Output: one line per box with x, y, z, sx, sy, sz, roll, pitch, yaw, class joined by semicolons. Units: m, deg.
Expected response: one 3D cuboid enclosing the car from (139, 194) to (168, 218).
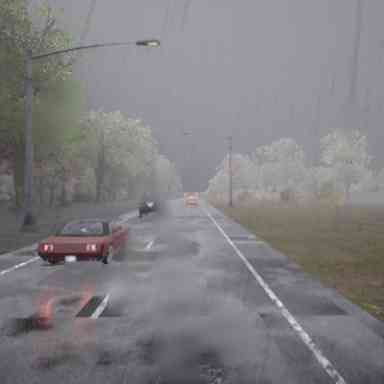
-3.472;1.201;30.321;2.150;2.045;5.566;0;0;0;car

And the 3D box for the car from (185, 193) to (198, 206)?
-0.027;1.435;53.698;1.882;1.535;5.008;0;0;0;car

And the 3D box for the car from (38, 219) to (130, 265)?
-3.426;1.596;11.615;1.895;1.301;4.718;0;0;0;car

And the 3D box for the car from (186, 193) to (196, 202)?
-0.173;1.169;73.095;2.150;2.045;5.566;0;0;0;car
